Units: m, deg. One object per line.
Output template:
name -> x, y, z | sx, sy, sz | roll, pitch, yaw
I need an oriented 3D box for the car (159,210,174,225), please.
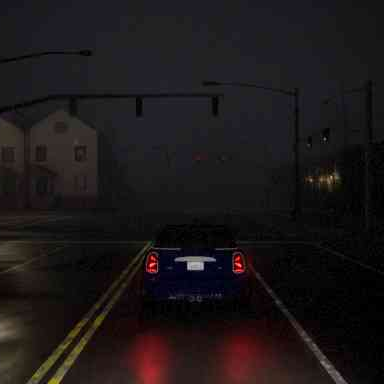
car -> -3.543, 3.672, 46.730 | 1.812, 1.442, 4.674 | -1, -13, -1

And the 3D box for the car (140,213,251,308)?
car -> 0.081, 1.352, 8.112 | 2.097, 1.767, 4.553 | 0, 0, 0
